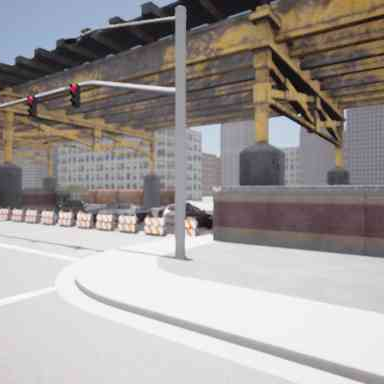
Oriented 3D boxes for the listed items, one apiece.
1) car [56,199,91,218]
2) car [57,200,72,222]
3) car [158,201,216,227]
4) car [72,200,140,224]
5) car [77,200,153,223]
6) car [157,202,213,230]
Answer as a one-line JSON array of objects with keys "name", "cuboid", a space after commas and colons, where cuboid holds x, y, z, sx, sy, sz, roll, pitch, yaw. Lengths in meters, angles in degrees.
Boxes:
[{"name": "car", "cuboid": [-9.022, 1.228, 25.630, 1.853, 1.218, 4.536, 0, 0, -11]}, {"name": "car", "cuboid": [-9.012, 1.385, 25.579, 2.038, 1.542, 4.974, 0, 0, -11]}, {"name": "car", "cuboid": [-0.451, 1.258, 20.482, 1.853, 1.218, 4.536, 0, 0, -26]}, {"name": "car", "cuboid": [-5.255, 1.399, 22.911, 4.974, 1.542, 2.038, 0, 0, -1]}, {"name": "car", "cuboid": [-5.203, 1.242, 22.912, 4.536, 1.218, 1.853, 0, 0, -1]}, {"name": "car", "cuboid": [-0.428, 1.415, 20.436, 2.038, 1.542, 4.974, 0, 0, -26]}]
